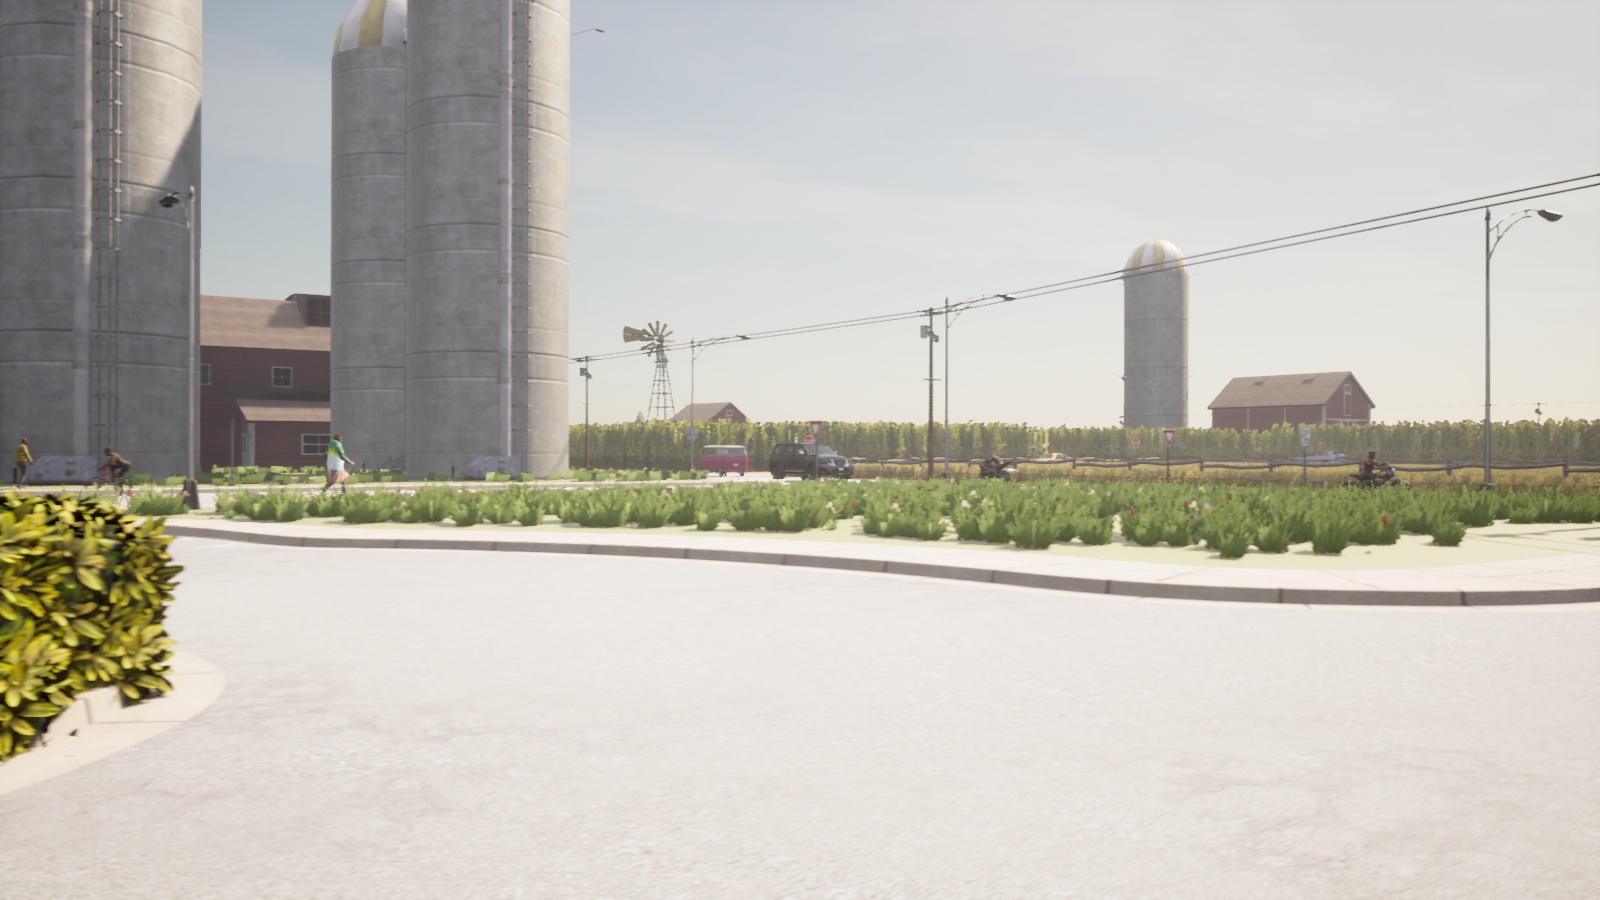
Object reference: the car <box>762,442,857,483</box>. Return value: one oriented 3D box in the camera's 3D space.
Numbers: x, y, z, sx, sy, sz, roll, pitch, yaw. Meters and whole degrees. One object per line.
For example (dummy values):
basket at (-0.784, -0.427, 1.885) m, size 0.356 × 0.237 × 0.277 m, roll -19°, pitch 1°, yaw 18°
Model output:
car at (0.457, 0.624, 65.705) m, size 2.150 × 2.045 × 5.566 m, roll 0°, pitch 0°, yaw -35°

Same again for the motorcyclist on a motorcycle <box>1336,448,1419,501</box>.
motorcyclist on a motorcycle at (18.335, 0.754, 39.917) m, size 0.766 × 1.649 × 2.350 m, roll 0°, pitch 0°, yaw -34°

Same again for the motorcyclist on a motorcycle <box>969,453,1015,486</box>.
motorcyclist on a motorcycle at (9.077, 0.906, 59.409) m, size 0.866 × 1.530 × 2.191 m, roll 0°, pitch 0°, yaw -35°

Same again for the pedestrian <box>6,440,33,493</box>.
pedestrian at (-27.310, 0.563, 43.929) m, size 0.370 × 1.835 × 0.726 m, roll 0°, pitch 0°, yaw 33°

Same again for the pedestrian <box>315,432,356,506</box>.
pedestrian at (-12.443, 0.509, 33.618) m, size 0.873 × 1.952 × 0.659 m, roll 0°, pitch 0°, yaw -36°

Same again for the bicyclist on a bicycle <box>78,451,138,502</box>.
bicyclist on a bicycle at (-22.550, 0.846, 40.938) m, size 1.656 × 1.620 × 0.582 m, roll -1°, pitch 0°, yaw -36°

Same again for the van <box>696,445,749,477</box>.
van at (-4.998, 0.704, 80.243) m, size 1.775 × 1.987 × 4.442 m, roll -1°, pitch 0°, yaw -27°
